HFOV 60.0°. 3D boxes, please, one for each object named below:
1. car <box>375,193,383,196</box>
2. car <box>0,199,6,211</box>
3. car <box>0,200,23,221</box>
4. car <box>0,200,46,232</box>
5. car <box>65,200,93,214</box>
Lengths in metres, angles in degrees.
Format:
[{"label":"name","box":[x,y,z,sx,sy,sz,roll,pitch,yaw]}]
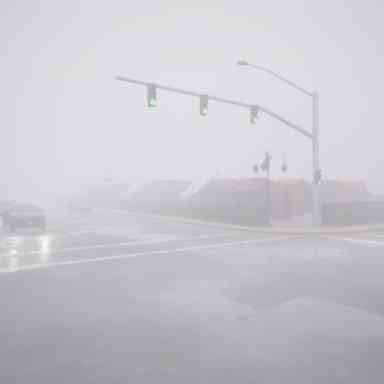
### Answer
[{"label":"car","box":[32.305,1.137,57.273,1.932,1.855,4.605,0,0,-35]},{"label":"car","box":[-23.382,1.532,39.417,1.895,1.301,4.718,0,0,-34]},{"label":"car","box":[-15.676,1.465,28.180,1.837,1.490,4.892,0,0,-34]},{"label":"car","box":[-10.300,1.457,20.361,1.882,1.535,5.008,0,0,-35]},{"label":"car","box":[-12.073,1.518,35.466,1.994,1.385,4.181,0,0,-35]}]
